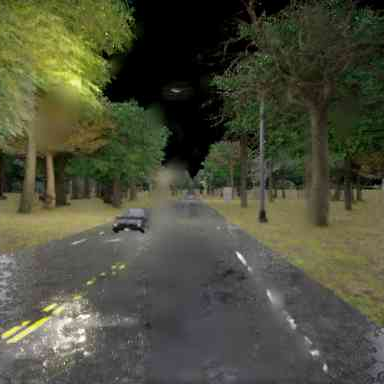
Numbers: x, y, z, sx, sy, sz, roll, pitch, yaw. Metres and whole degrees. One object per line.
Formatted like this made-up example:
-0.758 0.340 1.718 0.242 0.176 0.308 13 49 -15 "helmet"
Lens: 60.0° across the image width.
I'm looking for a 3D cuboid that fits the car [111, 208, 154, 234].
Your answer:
-3.529 1.706 20.840 2.033 1.411 5.357 0 0 1 "car"
